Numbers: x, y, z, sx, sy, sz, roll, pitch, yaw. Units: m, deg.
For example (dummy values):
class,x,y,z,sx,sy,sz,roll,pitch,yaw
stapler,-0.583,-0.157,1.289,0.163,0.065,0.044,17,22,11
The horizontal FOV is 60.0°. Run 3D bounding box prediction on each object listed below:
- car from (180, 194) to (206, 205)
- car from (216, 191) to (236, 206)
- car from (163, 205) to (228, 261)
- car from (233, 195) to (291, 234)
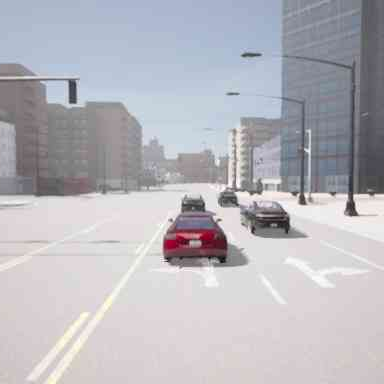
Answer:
class,x,y,z,sx,sy,sz,roll,pitch,yaw
car,0.090,0.887,26.046,2.128,1.511,4.902,0,2,0
car,3.588,0.630,34.198,1.837,1.490,4.892,0,3,0
car,0.096,1.382,11.470,1.994,1.385,4.181,0,1,0
car,3.601,1.169,17.024,2.128,1.511,4.902,0,2,0
